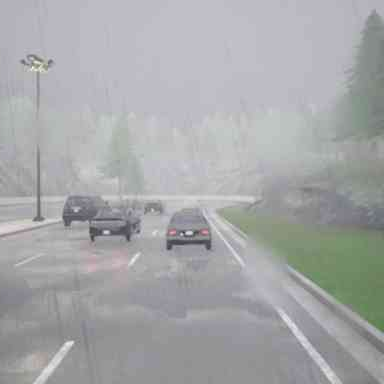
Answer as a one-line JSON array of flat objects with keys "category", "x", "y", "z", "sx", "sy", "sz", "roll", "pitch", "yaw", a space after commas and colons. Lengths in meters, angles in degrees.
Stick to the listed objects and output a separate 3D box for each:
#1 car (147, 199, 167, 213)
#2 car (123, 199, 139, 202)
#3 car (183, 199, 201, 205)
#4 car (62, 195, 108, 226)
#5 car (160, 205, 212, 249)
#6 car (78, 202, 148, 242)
[{"category": "car", "x": -3.790, "y": 1.495, "z": 34.794, "sx": 1.837, "sy": 1.490, "sz": 4.892, "roll": 0, "pitch": 0, "yaw": 1}, {"category": "car", "x": -7.062, "y": 1.552, "z": 38.696, "sx": 2.033, "sy": 1.411, "sz": 5.357, "roll": 0, "pitch": 0, "yaw": 5}, {"category": "car", "x": 0.004, "y": 1.493, "z": 39.088, "sx": 1.812, "sy": 1.442, "sz": 4.674, "roll": 0, "pitch": 0, "yaw": 6}, {"category": "car", "x": -7.309, "y": 1.243, "z": 23.555, "sx": 2.150, "sy": 2.045, "sz": 5.566, "roll": 0, "pitch": 0, "yaw": -1}, {"category": "car", "x": -0.148, "y": 1.536, "z": 14.574, "sx": 2.033, "sy": 1.411, "sz": 5.357, "roll": 0, "pitch": 0, "yaw": -1}, {"category": "car", "x": -3.684, "y": 1.497, "z": 16.538, "sx": 2.128, "sy": 1.511, "sz": 4.902, "roll": 0, "pitch": 0, "yaw": -1}]
